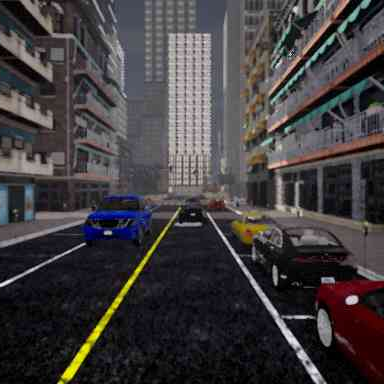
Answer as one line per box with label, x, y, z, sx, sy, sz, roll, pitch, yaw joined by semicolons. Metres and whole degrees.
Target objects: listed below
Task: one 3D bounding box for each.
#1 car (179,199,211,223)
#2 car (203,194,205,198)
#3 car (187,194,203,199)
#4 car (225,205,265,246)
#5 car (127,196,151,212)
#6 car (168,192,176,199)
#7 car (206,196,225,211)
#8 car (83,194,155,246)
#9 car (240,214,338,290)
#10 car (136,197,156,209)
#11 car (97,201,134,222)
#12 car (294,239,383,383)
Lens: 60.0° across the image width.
car;0.081;1.433;23.942;1.994;1.385;4.181;0;0;0
car;2.662;1.268;47.589;1.752;1.417;4.829;-1;0;0
car;0.080;1.288;39.796;1.837;1.490;4.892;0;0;0
car;2.676;1.445;14.449;1.752;1.417;4.829;-1;0;0
car;-5.715;1.242;36.382;1.967;1.590;4.097;-1;0;0
car;-5.735;1.062;90.942;1.887;1.381;4.507;-1;0;0
car;2.667;1.347;36.373;1.887;1.381;4.507;-1;0;0
car;-3.108;1.138;15.055;2.150;2.045;5.566;0;0;0
car;2.679;1.502;8.756;2.008;1.369;4.403;-1;0;0
car;-5.716;1.318;41.907;1.887;1.381;4.507;-1;0;0
car;-5.709;1.443;25.337;1.802;1.307;4.206;-1;0;0
car;2.681;1.526;3.232;1.887;1.381;4.507;-1;0;0
